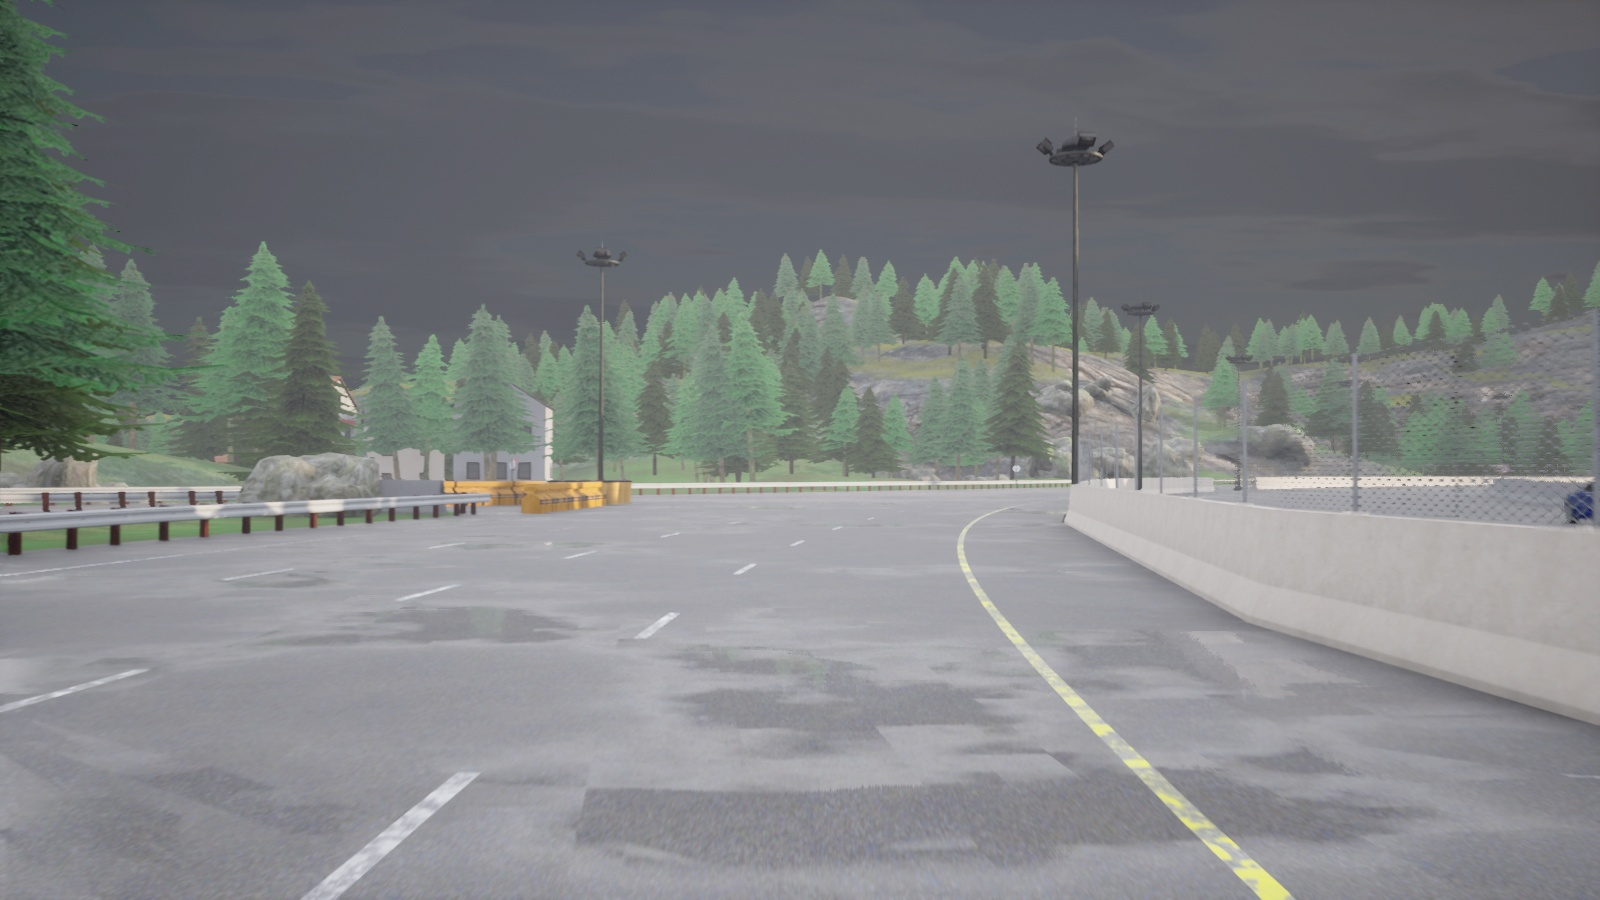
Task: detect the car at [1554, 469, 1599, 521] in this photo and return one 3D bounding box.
[{"bbox_3d":[24.851,1.334,38.030,1.882,1.535,5.008,-1,-1,12],"label":"car"}]
